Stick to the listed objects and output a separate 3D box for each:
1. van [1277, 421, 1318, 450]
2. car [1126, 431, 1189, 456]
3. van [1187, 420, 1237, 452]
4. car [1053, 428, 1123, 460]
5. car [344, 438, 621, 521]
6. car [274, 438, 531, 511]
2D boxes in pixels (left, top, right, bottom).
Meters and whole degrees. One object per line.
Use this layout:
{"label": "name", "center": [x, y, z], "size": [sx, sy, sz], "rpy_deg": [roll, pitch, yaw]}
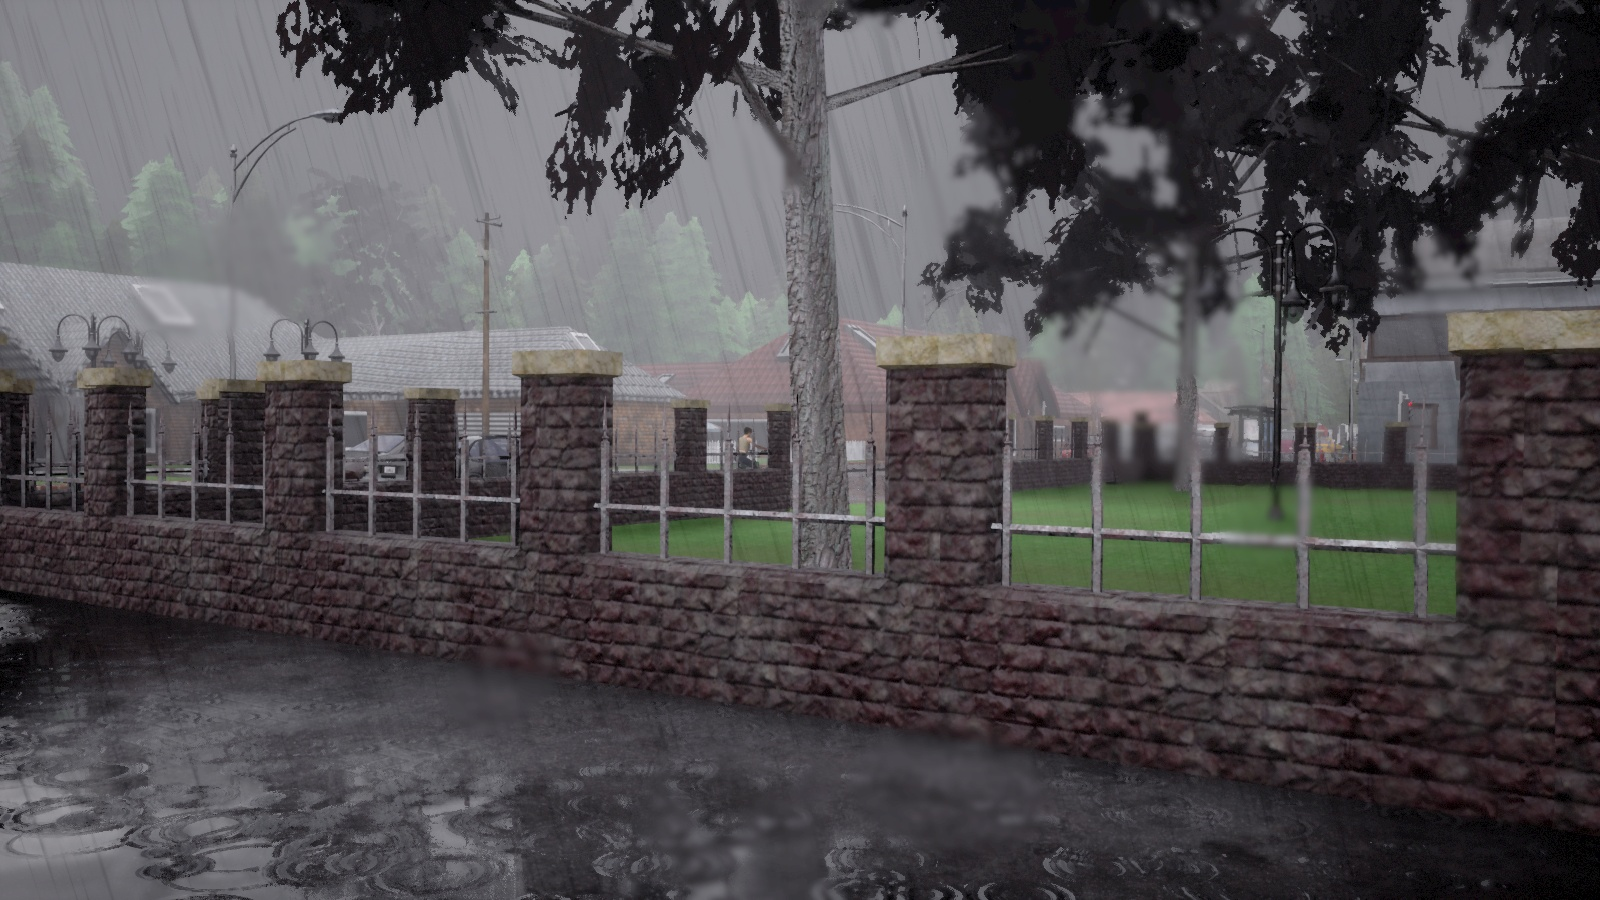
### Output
{"label": "van", "center": [34.197, -1.003, 86.217], "size": [1.775, 1.987, 4.442], "rpy_deg": [0, 1, 33]}
{"label": "car", "center": [20.882, -0.409, 73.181], "size": [2.033, 1.411, 5.357], "rpy_deg": [0, 1, 33]}
{"label": "van", "center": [27.193, -0.927, 82.825], "size": [2.069, 2.038, 4.480], "rpy_deg": [0, 2, 33]}
{"label": "car", "center": [14.665, -0.324, 63.692], "size": [2.007, 1.525, 4.514], "rpy_deg": [0, 1, 33]}
{"label": "car", "center": [-6.040, 0.496, 24.689], "size": [2.033, 1.411, 5.357], "rpy_deg": [0, 1, 32]}
{"label": "car", "center": [-8.695, 0.475, 28.017], "size": [2.033, 1.411, 5.357], "rpy_deg": [0, 1, 33]}
